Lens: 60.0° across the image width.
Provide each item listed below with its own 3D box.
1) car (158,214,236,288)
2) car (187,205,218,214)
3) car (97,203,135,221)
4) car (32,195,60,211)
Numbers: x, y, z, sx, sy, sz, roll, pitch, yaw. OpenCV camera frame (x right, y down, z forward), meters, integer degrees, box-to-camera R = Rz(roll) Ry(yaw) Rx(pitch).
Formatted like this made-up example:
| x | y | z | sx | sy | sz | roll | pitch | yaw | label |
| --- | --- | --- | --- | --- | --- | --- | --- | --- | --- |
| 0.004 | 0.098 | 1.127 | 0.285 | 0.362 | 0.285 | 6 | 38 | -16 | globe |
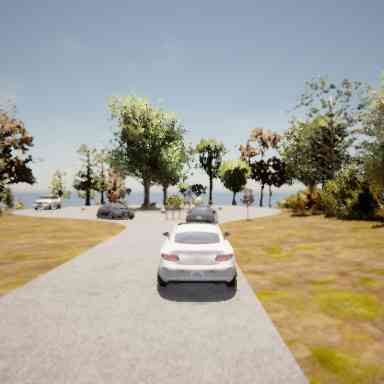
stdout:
| x | y | z | sx | sy | sz | roll | pitch | yaw | label |
| --- | --- | --- | --- | --- | --- | --- | --- | --- | --- |
| 0.126 | 1.560 | 9.259 | 1.812 | 1.442 | 4.674 | 0 | 0 | 0 | car |
| 0.785 | 1.652 | 23.971 | 1.994 | 1.385 | 4.181 | 0 | 0 | 9 | car |
| -6.627 | 1.669 | 28.840 | 1.994 | 1.385 | 4.181 | 0 | 0 | -38 | car |
| -19.606 | 1.384 | 44.994 | 2.150 | 2.045 | 5.566 | -1 | 0 | -5 | car |
